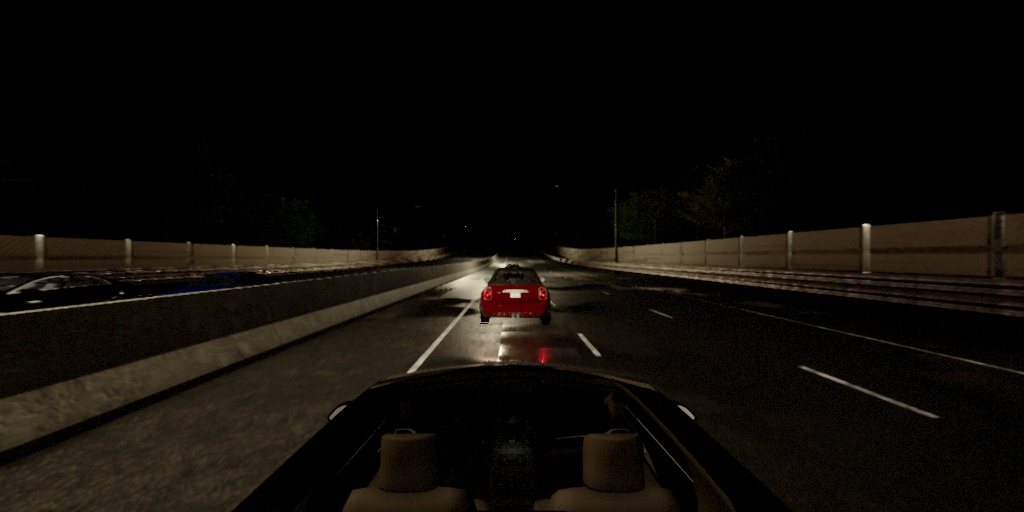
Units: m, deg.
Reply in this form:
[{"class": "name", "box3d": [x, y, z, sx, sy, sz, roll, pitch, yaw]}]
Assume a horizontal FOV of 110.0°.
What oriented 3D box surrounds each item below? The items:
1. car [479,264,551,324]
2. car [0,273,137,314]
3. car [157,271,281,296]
[{"class": "car", "box3d": [0.096, 1.138, 12.295, 2.097, 1.767, 4.553, 0, 0, 0]}, {"class": "car", "box3d": [-14.098, 1.271, 10.507, 2.128, 1.511, 4.902, 0, 0, 0]}, {"class": "car", "box3d": [-10.598, 1.315, 13.414, 1.812, 1.442, 4.674, 0, 0, 0]}]
